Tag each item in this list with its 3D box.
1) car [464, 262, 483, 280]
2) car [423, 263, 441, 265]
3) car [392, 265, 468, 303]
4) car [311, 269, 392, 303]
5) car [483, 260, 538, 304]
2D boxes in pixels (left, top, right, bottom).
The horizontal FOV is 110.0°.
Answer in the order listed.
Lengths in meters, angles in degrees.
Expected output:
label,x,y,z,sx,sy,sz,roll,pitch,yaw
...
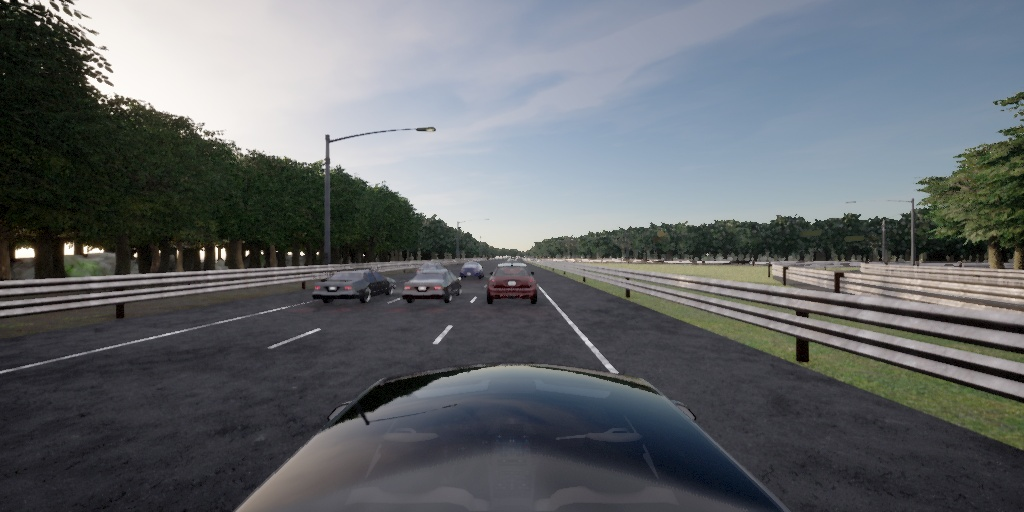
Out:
label,x,y,z,sx,sy,sz,roll,pitch,yaw
car,-3.500,1.286,31.500,1.812,1.442,4.674,0,0,0
car,-7.000,1.316,31.500,2.033,1.411,5.357,0,0,0
car,-3.499,1.311,16.500,2.033,1.411,5.357,0,0,0
car,-7.000,1.311,16.499,2.033,1.411,5.357,0,0,0
car,0.001,1.114,16.470,2.097,1.767,4.553,0,0,0
